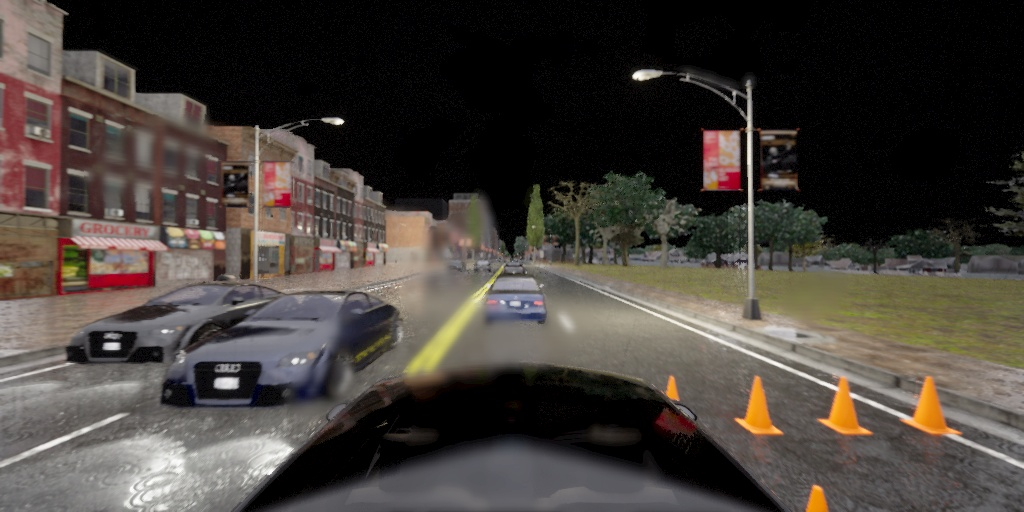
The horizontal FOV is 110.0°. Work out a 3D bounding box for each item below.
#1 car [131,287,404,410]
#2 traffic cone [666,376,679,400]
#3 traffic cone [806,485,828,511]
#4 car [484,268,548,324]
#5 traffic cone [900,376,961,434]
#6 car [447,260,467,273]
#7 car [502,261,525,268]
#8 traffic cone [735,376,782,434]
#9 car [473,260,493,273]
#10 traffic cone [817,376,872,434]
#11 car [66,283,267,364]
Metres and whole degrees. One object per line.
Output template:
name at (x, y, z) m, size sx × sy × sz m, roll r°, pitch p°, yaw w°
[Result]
car at (-3.346, 1.305, 6.203) m, size 1.994 × 1.385 × 4.181 m, roll 0°, pitch 0°, yaw 0°
traffic cone at (1.870, 1.703, 4.190) m, size 0.340 × 0.580 × 0.340 m, roll 0°, pitch 0°, yaw 0°
traffic cone at (1.867, 1.706, 2.189) m, size 0.340 × 0.580 × 0.340 m, roll 0°, pitch 0°, yaw 0°
car at (0.112, 1.282, 11.790) m, size 2.033 × 1.411 × 5.357 m, roll 0°, pitch 0°, yaw 0°
traffic cone at (4.869, 1.705, 4.185) m, size 0.340 × 0.580 × 0.340 m, roll 0°, pitch 0°, yaw 0°
car at (-6.529, 1.178, 42.845) m, size 1.837 × 1.490 × 4.892 m, roll 0°, pitch 0°, yaw 0°
car at (0.145, 1.188, 32.336) m, size 2.128 × 1.511 × 4.902 m, roll 0°, pitch 0°, yaw 0°
traffic cone at (2.870, 1.704, 4.188) m, size 0.340 × 0.580 × 0.340 m, roll 0°, pitch 0°, yaw 0°
car at (-3.286, 1.202, 41.118) m, size 1.812 × 1.442 × 4.674 m, roll 0°, pitch 0°, yaw 0°
traffic cone at (3.870, 1.704, 4.186) m, size 0.340 × 0.580 × 0.340 m, roll 0°, pitch 0°, yaw 0°
car at (-6.593, 1.301, 7.907) m, size 1.994 × 1.385 × 4.181 m, roll 0°, pitch 0°, yaw 0°
